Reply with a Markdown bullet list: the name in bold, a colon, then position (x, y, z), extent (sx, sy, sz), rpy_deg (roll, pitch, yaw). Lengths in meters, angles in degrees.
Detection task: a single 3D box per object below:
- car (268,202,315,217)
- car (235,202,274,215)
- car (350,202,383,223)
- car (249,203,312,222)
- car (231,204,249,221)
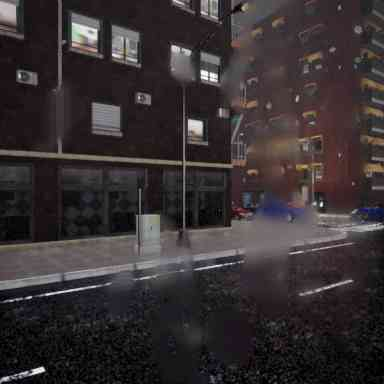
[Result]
- **car**: position (10.448, 1.827, 35.082), extent (1.887, 1.381, 4.507), rpy_deg (-1, 0, -36)
- **car**: position (7.333, 1.918, 39.395), extent (1.947, 1.339, 4.313), rpy_deg (-1, 0, -36)
- **car**: position (14.617, 1.498, 25.386), extent (4.553, 1.767, 2.097), rpy_deg (-1, -1, 32)
- **car**: position (7.713, 1.713, 28.997), extent (1.882, 1.535, 5.008), rpy_deg (0, -1, -36)
- **car**: position (3.681, 1.861, 30.196), extent (1.802, 1.307, 4.206), rpy_deg (-1, 0, -36)
